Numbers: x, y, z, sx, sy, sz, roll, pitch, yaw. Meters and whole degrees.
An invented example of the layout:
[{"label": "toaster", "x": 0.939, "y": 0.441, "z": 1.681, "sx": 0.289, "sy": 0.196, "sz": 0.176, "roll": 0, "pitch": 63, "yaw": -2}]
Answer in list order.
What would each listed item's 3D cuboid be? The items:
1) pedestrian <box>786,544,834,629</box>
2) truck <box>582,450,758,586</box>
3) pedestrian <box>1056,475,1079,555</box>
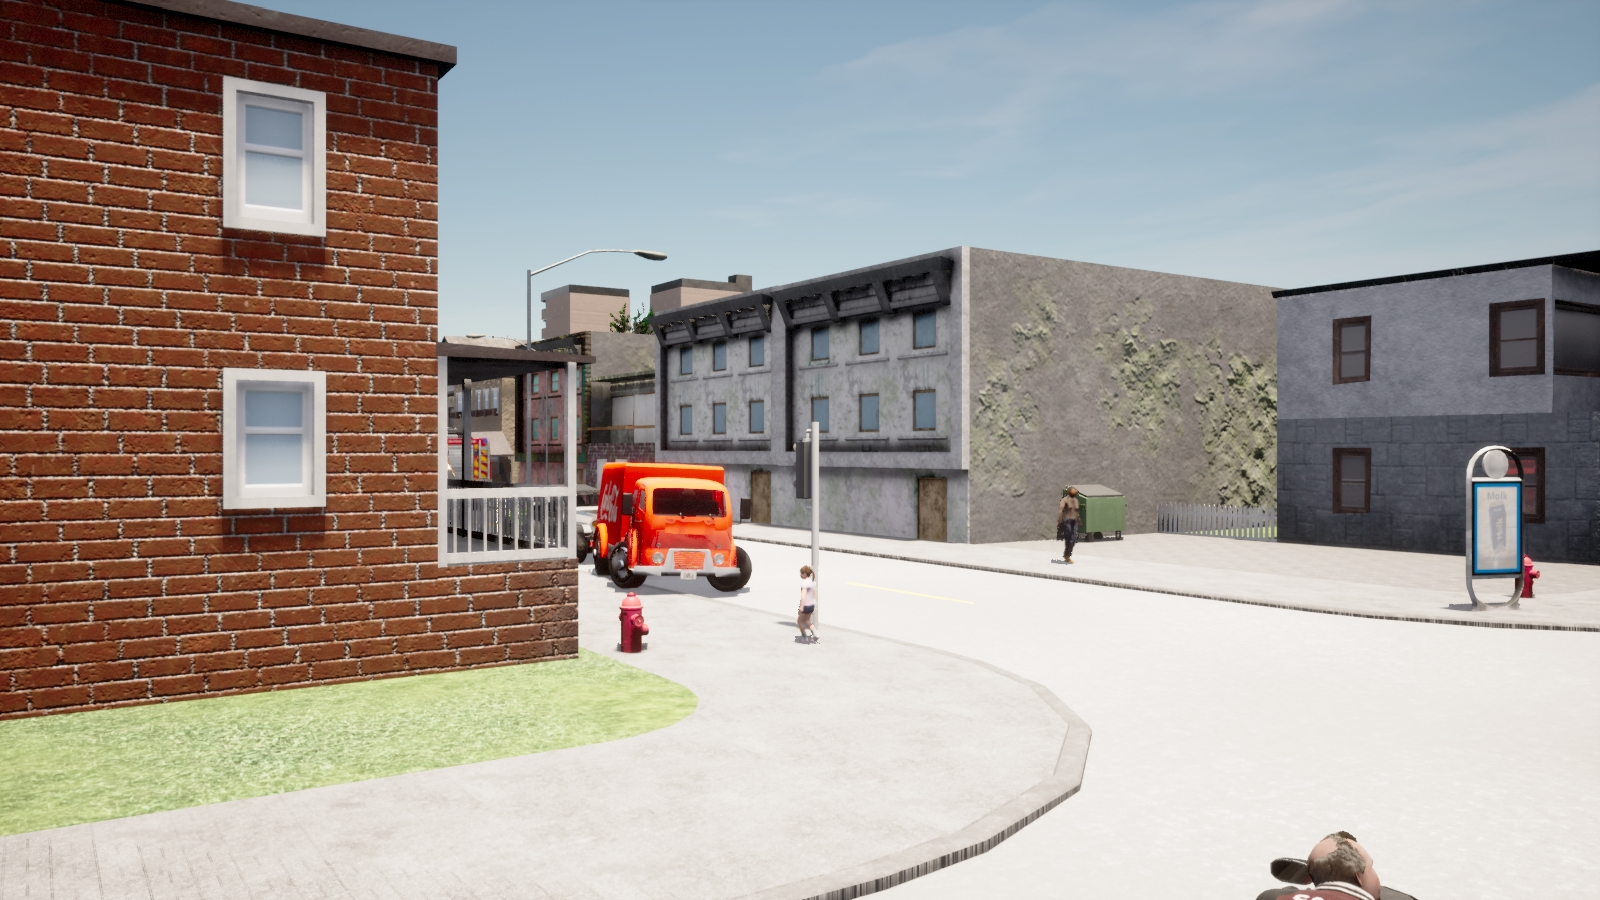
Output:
[{"label": "pedestrian", "x": 0.146, "y": 1.897, "z": 15.946, "sx": 0.500, "sy": 1.100, "sz": 0.500, "roll": 0, "pitch": 0, "yaw": 28}, {"label": "truck", "x": -2.868, "y": 1.294, "z": 23.855, "sx": 2.627, "sy": 2.467, "sz": 5.204, "roll": 3, "pitch": -1, "yaw": -17}, {"label": "pedestrian", "x": 6.316, "y": 1.525, "z": 27.006, "sx": 0.375, "sy": 1.860, "sz": 0.375, "roll": 0, "pitch": 0, "yaw": -23}]
